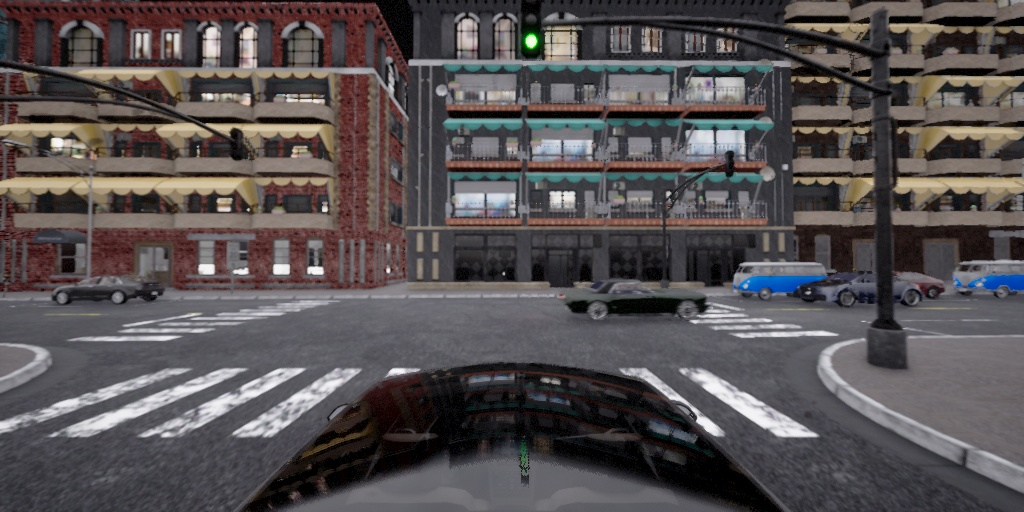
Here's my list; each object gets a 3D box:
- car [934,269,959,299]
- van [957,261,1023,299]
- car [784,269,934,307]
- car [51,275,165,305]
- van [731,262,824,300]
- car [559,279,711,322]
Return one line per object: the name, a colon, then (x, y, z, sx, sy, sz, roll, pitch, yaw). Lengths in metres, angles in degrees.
car: (18.719, 1.409, 17.673, 4.207, 1.307, 1.802, 0, 0, 0)
van: (24.359, 1.135, 17.707, 3.998, 1.789, 1.690, 0, 0, 0)
car: (14.518, 1.365, 15.198, 4.181, 1.385, 1.994, 0, -1, 0)
car: (-19.707, 1.610, 17.574, 4.403, 1.370, 2.007, 0, 0, 0)
van: (13.078, 1.200, 17.639, 3.998, 1.789, 1.690, 0, 0, 0)
car: (4.063, 1.454, 12.277, 4.718, 1.301, 1.895, 0, -1, 0)
